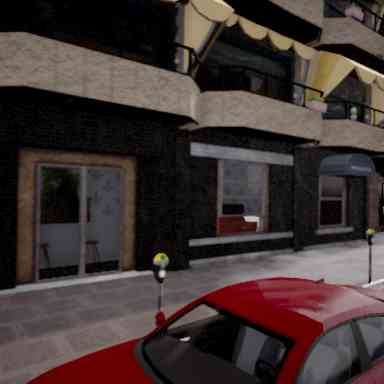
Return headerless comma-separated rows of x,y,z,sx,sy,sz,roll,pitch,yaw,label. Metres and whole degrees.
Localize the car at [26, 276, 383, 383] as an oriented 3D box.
0.677,1.552,2.905,4.507,1.381,1.887,0,1,-35,car
